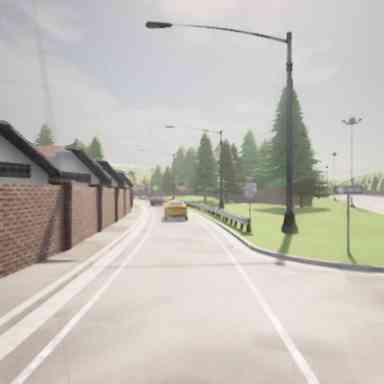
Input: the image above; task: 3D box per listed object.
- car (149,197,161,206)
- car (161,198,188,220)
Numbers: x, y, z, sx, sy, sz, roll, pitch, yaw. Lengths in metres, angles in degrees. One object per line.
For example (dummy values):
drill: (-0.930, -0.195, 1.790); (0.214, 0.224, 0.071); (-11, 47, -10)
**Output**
car: (-5.734, 1.529, 54.034); (1.837, 1.490, 4.892); (0, 1, -13)
car: (-1.469, 1.487, 28.553); (1.882, 1.535, 5.008); (0, 0, -6)
